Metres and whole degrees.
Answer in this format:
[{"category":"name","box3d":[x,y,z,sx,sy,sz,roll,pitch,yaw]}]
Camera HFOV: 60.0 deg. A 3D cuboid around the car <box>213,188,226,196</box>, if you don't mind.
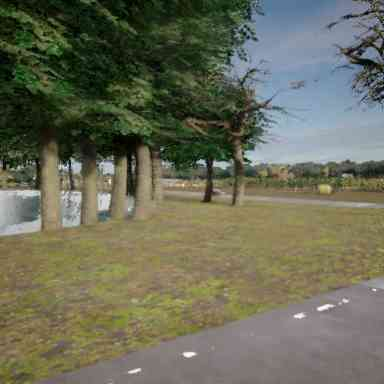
[{"category":"car","box3d":[4.795,0.022,66.639,1.812,1.442,4.674,-2,3,-36]}]
